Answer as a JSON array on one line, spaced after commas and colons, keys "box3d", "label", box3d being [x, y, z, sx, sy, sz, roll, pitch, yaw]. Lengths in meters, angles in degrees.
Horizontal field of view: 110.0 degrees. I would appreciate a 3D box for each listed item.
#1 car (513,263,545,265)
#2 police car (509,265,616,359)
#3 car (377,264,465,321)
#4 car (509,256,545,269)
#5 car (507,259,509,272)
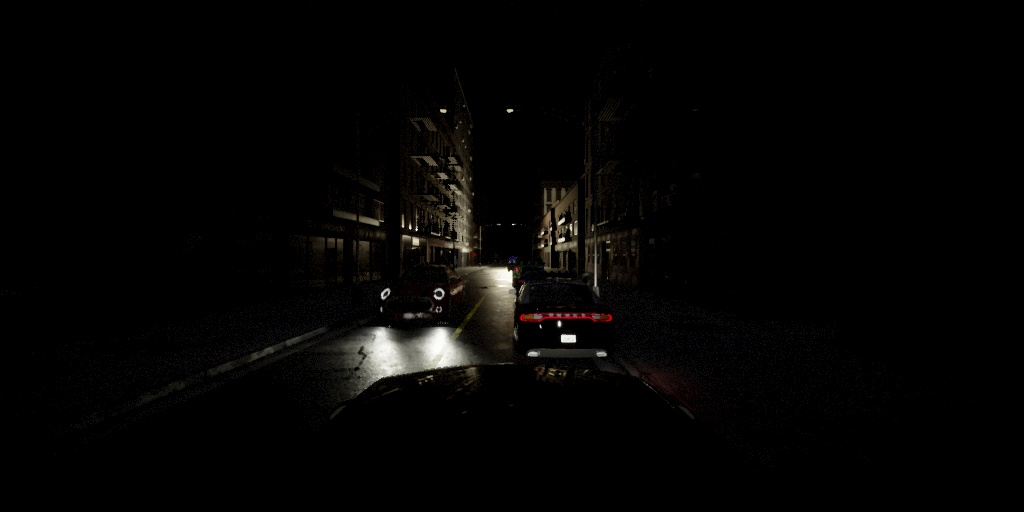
[{"box3d": [1.041, 1.285, 18.460, 1.812, 1.442, 4.674, 0, 0, 0], "label": "car"}, {"box3d": [0.963, 1.176, 8.569, 1.930, 1.638, 5.238, 0, 0, 0], "label": "police car"}, {"box3d": [-2.908, 1.105, 12.389, 2.097, 1.767, 4.553, 0, 0, 0], "label": "car"}, {"box3d": [1.089, 0.993, 24.490, 2.150, 2.045, 5.566, 0, 0, 0], "label": "car"}, {"box3d": [0.393, 1.437, 47.056, 1.895, 1.301, 4.718, 0, 0, 1], "label": "car"}]
